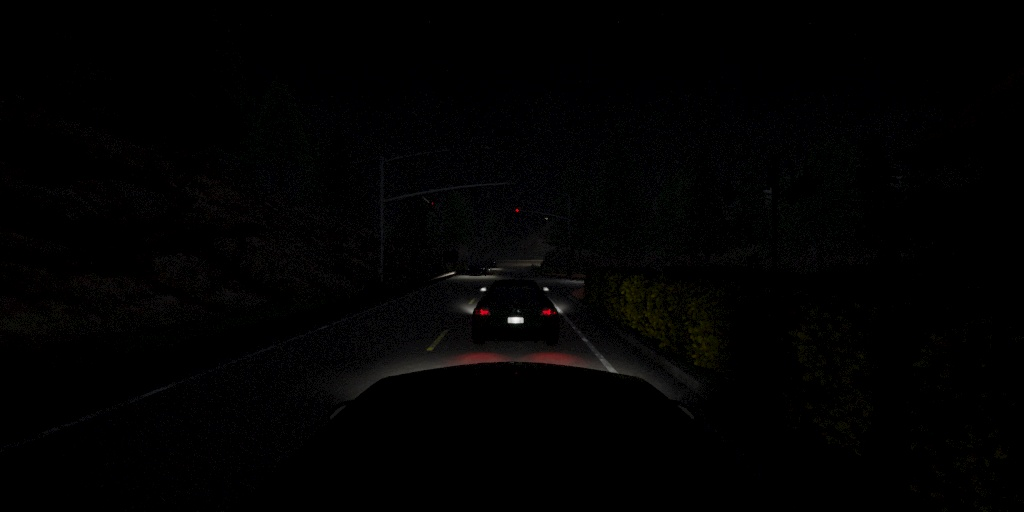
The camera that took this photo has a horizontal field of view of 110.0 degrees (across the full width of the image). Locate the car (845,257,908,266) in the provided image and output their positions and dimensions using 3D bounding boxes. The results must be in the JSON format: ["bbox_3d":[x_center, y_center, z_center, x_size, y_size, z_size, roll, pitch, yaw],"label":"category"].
[{"bbox_3d":[29.776,1.134,29.485,5.566,2.045,2.150,0,0,1],"label":"car"}]

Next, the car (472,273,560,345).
[{"bbox_3d":[0.075,1.314,9.511,1.994,1.385,4.181,0,0,0],"label":"car"}]

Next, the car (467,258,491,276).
[{"bbox_3d":[-3.625,1.227,38.065,1.882,1.535,5.008,0,0,0],"label":"car"}]

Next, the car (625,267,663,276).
[{"bbox_3d":[9.406,1.464,25.621,5.357,1.411,2.033,0,0,-7],"label":"car"}]

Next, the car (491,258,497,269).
[{"bbox_3d":[-3.568,1.101,58.226,2.097,1.767,4.553,0,0,0],"label":"car"}]

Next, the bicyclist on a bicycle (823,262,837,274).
[{"bbox_3d":[19.815,1.213,22.127,0.582,1.620,1.656,0,0,0],"label":"bicyclist on a bicycle"}]

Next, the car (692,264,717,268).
[{"bbox_3d":[15.485,1.404,29.596,4.902,1.511,2.128,0,0,0],"label":"car"}]
